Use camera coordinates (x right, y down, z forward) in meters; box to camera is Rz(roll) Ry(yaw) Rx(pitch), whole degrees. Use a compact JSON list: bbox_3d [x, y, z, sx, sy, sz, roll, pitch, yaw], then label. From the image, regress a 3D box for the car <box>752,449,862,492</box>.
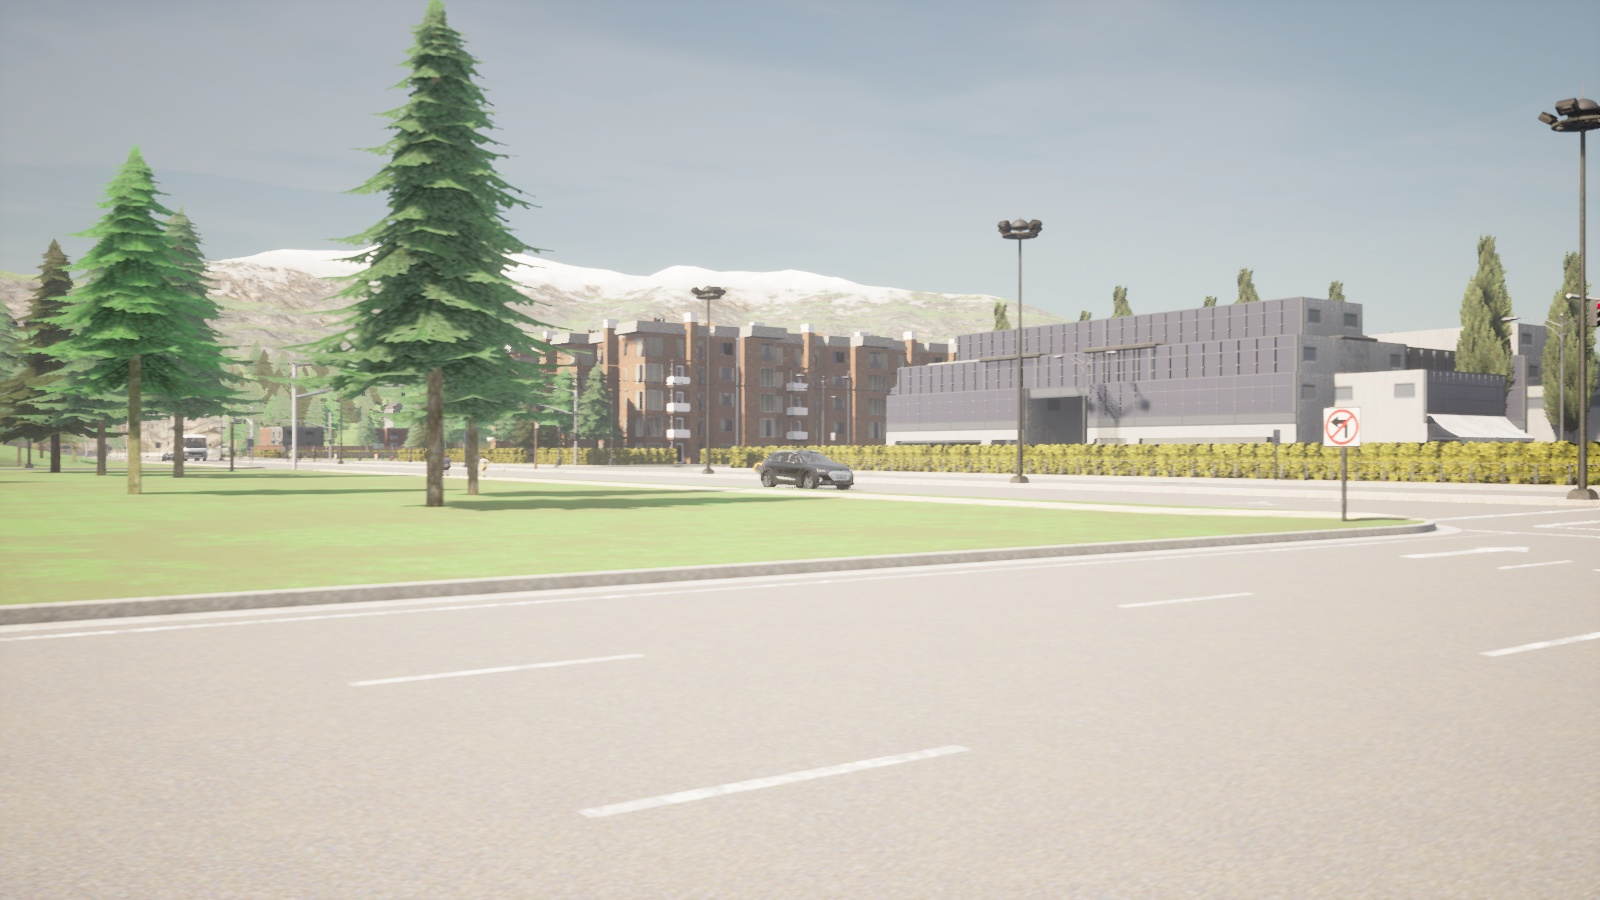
[{"bbox_3d":[0.220,0.800,51.139,2.033,1.649,4.856,0,0,-35],"label":"car"}]
